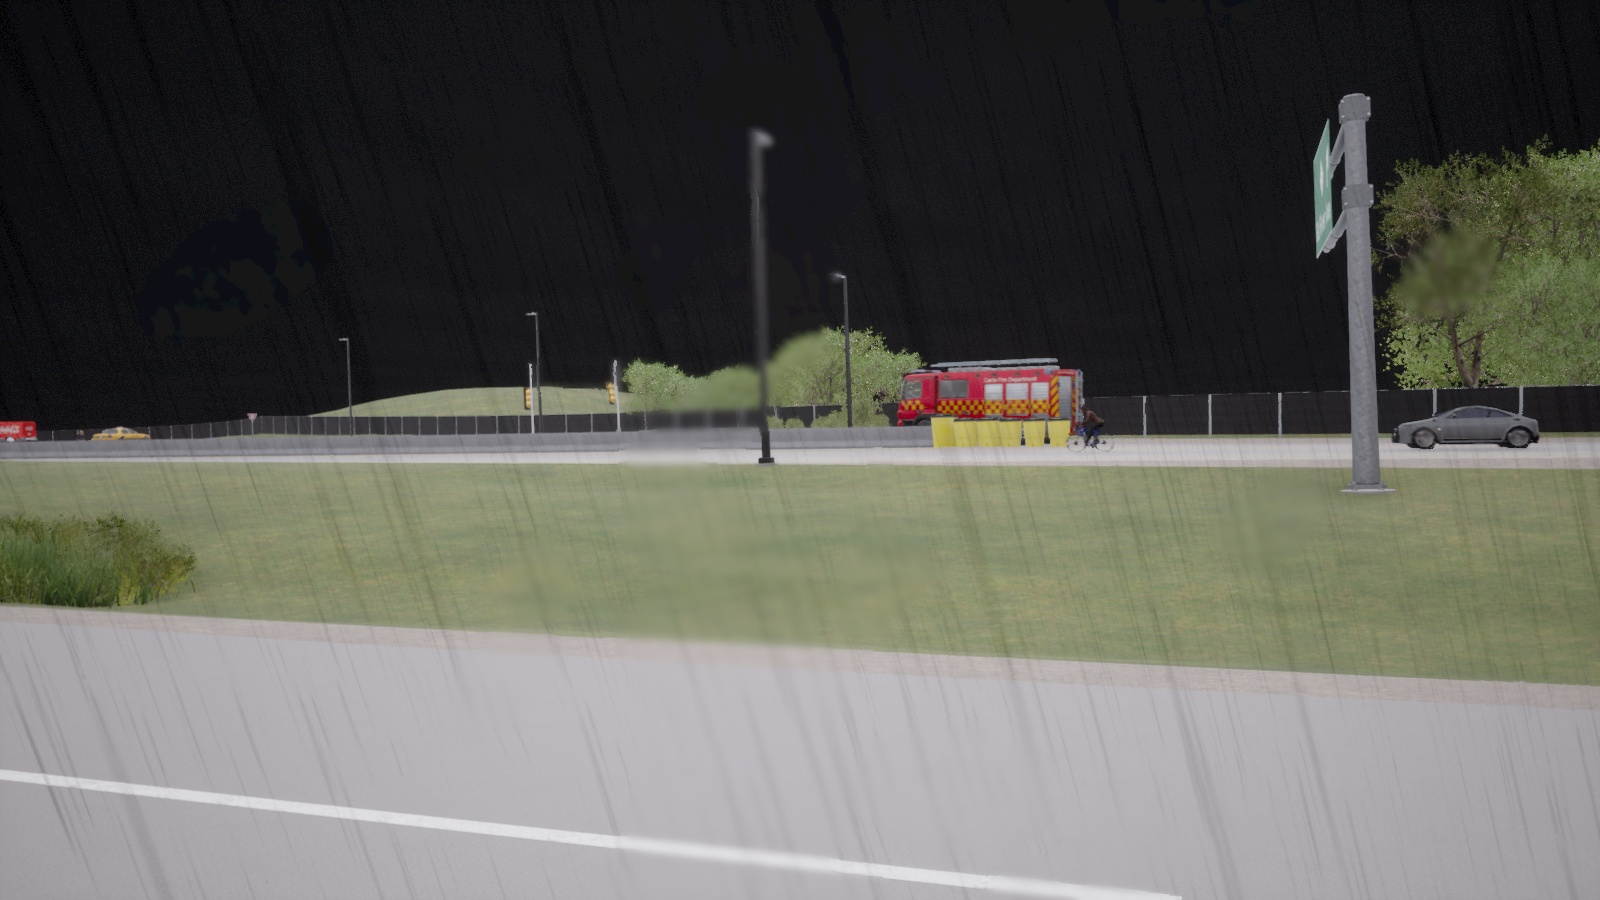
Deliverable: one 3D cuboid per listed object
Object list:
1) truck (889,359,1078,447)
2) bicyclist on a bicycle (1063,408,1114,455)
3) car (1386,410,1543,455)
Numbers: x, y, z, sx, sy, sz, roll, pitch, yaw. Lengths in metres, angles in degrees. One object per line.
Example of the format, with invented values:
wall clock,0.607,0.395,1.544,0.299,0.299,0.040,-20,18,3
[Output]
truck,8.416,-2.111,58.443,8.468,3.827,2.891,1,2,41
bicyclist on a bicycle,10.106,-0.632,43.978,1.656,1.620,0.582,0,1,19
car,21.143,-0.544,40.136,4.181,1.385,1.994,0,1,19
